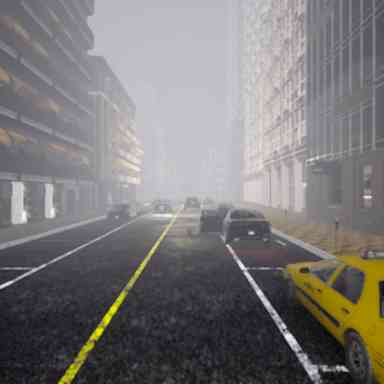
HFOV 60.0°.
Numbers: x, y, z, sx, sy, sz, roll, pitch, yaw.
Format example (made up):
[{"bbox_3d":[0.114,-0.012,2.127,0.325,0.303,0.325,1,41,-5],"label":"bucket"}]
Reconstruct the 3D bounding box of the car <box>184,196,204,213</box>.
[{"bbox_3d":[0.081,1.337,42.150,2.097,1.767,4.553,0,0,0],"label":"car"}]

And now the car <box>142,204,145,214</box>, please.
[{"bbox_3d":[-5.684,1.510,32.951,1.752,1.417,4.829,0,0,0],"label":"car"}]

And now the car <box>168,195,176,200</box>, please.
[{"bbox_3d":[-5.669,1.548,95.255,2.008,1.369,4.403,0,0,0],"label":"car"}]

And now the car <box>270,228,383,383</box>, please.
[{"bbox_3d":[2.690,1.522,5.047,1.752,1.417,4.829,0,0,0],"label":"car"}]

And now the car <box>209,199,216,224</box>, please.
[{"bbox_3d":[2.696,1.551,27.471,1.947,1.339,4.313,0,0,0],"label":"car"}]

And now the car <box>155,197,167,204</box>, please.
[{"bbox_3d":[-5.677,1.566,61.364,1.802,1.307,4.206,0,0,0],"label":"car"}]

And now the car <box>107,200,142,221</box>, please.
[{"bbox_3d":[-5.685,1.552,27.472,1.947,1.339,4.313,0,0,0],"label":"car"}]

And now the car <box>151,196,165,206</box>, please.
[{"bbox_3d":[-5.679,1.424,55.715,1.967,1.590,4.097,0,0,0],"label":"car"}]

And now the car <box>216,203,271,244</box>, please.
[{"bbox_3d":[2.364,1.468,15.684,1.882,1.535,5.008,0,0,0],"label":"car"}]

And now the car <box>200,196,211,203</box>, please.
[{"bbox_3d":[2.704,1.536,67.011,2.008,1.369,4.403,0,0,0],"label":"car"}]

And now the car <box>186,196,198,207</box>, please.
[{"bbox_3d":[0.012,1.461,52.203,1.882,1.535,5.008,0,0,0],"label":"car"}]

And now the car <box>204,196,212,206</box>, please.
[{"bbox_3d":[2.702,1.528,55.713,1.887,1.381,4.507,0,0,0],"label":"car"}]

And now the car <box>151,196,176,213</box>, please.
[{"bbox_3d":[-3.085,1.475,36.491,2.128,1.511,4.902,0,0,0],"label":"car"}]
